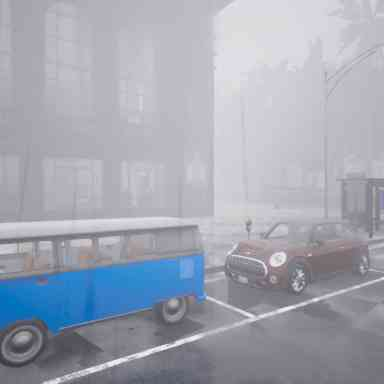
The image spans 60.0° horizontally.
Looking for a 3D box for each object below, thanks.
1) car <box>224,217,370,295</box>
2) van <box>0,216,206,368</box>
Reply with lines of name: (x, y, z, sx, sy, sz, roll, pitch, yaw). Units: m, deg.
car: (2.765, 1.439, 8.614, 4.097, 1.590, 1.967, 0, 0, -35)
van: (-1.657, 1.341, 5.469, 3.998, 1.788, 1.690, 0, 0, -35)
